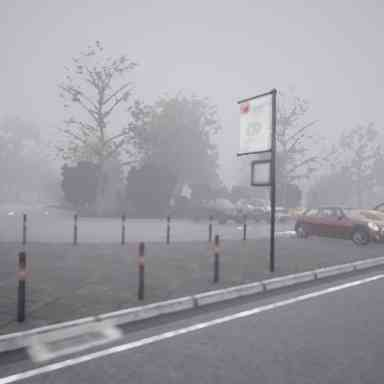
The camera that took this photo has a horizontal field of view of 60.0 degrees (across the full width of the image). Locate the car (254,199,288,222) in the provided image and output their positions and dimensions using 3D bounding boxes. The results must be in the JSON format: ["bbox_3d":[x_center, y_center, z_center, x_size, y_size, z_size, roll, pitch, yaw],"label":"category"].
[{"bbox_3d":[6.473,1.667,30.892,2.435,2.045,5.566,2,-1,-36],"label":"car"}]

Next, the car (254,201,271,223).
[{"bbox_3d":[4.195,1.824,29.264,2.231,1.521,4.892,2,-1,-36],"label":"car"}]

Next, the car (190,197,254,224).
[{"bbox_3d":[2.056,1.484,27.683,2.435,2.045,5.566,2,-1,-36],"label":"car"}]

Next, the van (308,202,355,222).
[{"bbox_3d":[15.586,2.162,37.340,1.878,1.987,4.442,3,-2,-36],"label":"van"}]

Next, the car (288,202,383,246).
[{"bbox_3d":[7.475,1.542,16.529,2.185,1.767,4.553,2,-1,-36],"label":"car"}]

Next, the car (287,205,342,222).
[{"bbox_3d":[13.135,2.257,35.949,1.946,1.575,5.366,3,-2,-36],"label":"car"}]

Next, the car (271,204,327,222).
[{"bbox_3d":[10.977,2.142,34.397,1.946,1.575,5.366,3,-2,-36],"label":"car"}]
